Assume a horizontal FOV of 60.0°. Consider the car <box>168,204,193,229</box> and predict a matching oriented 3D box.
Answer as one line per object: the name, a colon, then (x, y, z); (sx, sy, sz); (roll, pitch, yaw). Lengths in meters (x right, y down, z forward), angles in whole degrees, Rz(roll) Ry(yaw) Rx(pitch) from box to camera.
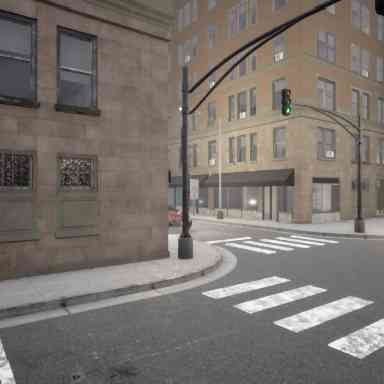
car: (-1.868, 1.427, 19.848); (1.812, 1.442, 4.674); (0, 0, -36)
